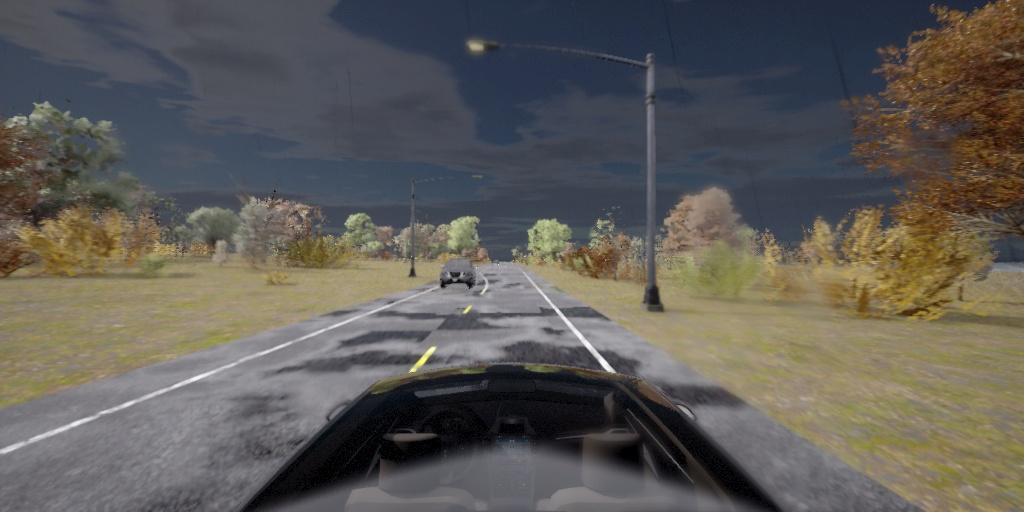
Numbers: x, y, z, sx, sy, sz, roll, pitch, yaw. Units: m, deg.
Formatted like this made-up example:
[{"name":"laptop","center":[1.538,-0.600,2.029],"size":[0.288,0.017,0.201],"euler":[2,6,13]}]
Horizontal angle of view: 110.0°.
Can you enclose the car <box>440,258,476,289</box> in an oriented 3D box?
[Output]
[{"name":"car","center":[-3.772,1.191,25.822],"size":[2.150,2.045,5.566],"euler":[0,0,-2]}]
